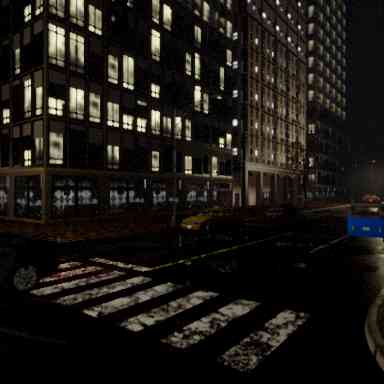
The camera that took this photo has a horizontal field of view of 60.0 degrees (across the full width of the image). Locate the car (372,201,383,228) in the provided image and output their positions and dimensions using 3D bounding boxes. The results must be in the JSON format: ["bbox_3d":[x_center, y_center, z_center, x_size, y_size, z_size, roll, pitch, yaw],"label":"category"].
[{"bbox_3d":[13.658,1.470,22.548,1.967,1.590,4.097,0,0,38],"label":"car"}]

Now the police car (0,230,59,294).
[{"bbox_3d":[-5.344,1.426,6.660,1.930,1.638,5.238,0,0,38],"label":"police car"}]

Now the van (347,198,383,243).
[{"bbox_3d":[8.697,1.365,15.918,1.690,1.788,3.998,0,0,38],"label":"van"}]

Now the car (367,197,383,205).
[{"bbox_3d":[34.557,1.618,62.629,2.008,1.369,4.403,0,0,38],"label":"car"}]

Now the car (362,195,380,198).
[{"bbox_3d":[31.165,1.374,58.221,2.192,1.841,5.009,0,0,38],"label":"car"}]

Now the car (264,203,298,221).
[{"bbox_3d":[7.413,1.597,27.354,1.802,1.307,4.206,0,0,38],"label":"car"}]

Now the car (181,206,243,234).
[{"bbox_3d":[1.306,1.533,19.631,1.752,1.417,4.829,0,0,38],"label":"car"}]
